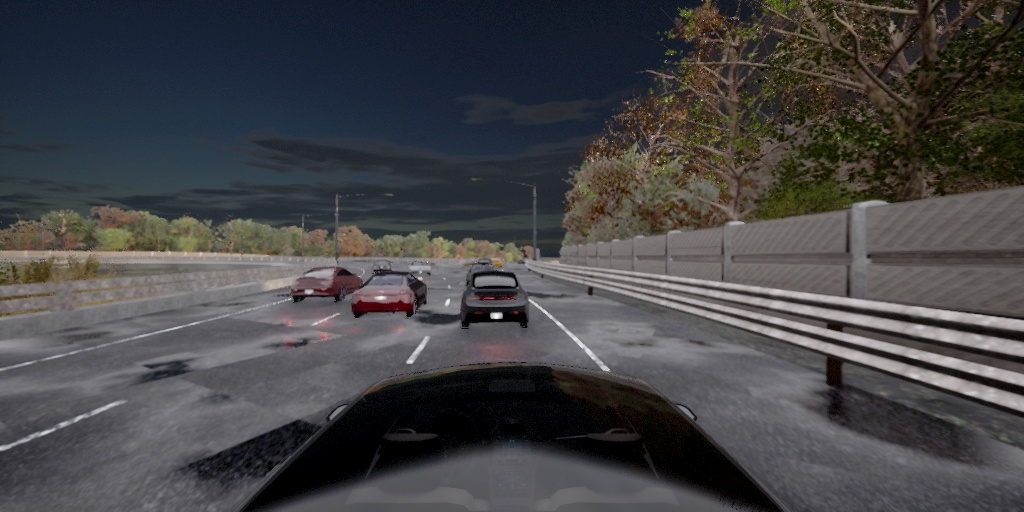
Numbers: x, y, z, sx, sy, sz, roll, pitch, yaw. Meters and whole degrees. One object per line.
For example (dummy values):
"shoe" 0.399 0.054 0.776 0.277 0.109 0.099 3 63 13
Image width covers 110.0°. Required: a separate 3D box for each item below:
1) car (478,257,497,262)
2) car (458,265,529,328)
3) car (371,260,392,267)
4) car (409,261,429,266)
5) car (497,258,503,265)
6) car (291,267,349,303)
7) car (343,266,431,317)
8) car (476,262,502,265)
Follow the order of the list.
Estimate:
"car" -2.858 1.057 38.605 1.837 1.490 4.892 0 0 -1
"car" -0.607 1.205 11.253 1.837 1.490 4.892 0 1 -5
"car" -13.454 1.116 37.005 2.033 1.411 5.357 0 0 -20
"car" -9.161 1.176 35.263 1.895 1.301 4.718 0 0 -18
"car" -2.423 0.951 53.295 1.882 1.535 5.008 0 0 3
"car" -8.193 1.203 16.160 1.812 1.442 4.674 0 0 -8
"car" -4.282 1.255 13.051 1.994 1.385 4.181 0 0 -6
"car" -1.910 1.237 22.999 1.895 1.301 4.718 0 0 -6
